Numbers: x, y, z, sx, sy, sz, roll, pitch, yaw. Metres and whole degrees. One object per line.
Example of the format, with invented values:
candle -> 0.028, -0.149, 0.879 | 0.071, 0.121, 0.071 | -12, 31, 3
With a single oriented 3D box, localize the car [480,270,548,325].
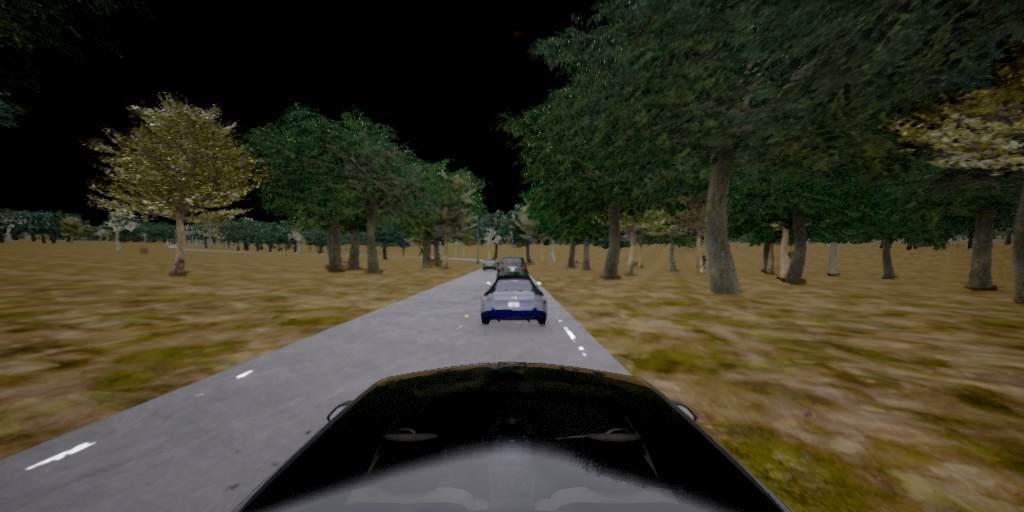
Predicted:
car -> 0.062, 1.318, 11.894 | 1.994, 1.385, 4.181 | 0, 0, 0

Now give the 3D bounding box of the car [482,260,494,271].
car -> -3.091, 1.350, 50.295 | 1.837, 1.490, 4.892 | 0, 0, 0

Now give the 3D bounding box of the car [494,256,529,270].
car -> 0.057, 1.011, 26.699 | 2.150, 2.045, 5.566 | 0, 0, 0
